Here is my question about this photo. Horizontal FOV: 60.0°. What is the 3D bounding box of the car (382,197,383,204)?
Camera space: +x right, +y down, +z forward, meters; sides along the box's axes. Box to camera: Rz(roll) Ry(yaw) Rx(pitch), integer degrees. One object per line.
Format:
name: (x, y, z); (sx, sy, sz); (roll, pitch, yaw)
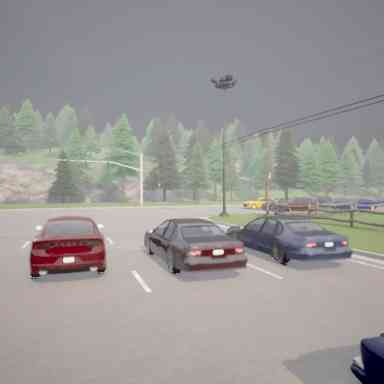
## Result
car: (29.536, 1.478, 51.110); (5.008, 1.535, 1.882); (0, 0, -19)

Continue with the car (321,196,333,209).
car: (19.499, 1.491, 43.958); (4.902, 1.511, 2.128); (0, 0, -19)

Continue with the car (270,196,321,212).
car: (11.666, 1.352, 37.519); (4.553, 1.767, 2.097); (0, 0, -20)

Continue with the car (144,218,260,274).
car: (-0.185, 1.548, 10.656); (2.033, 1.411, 5.357); (0, 0, -20)

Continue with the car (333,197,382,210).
car: (20.103, 1.478, 40.464); (5.008, 1.535, 1.882); (0, 0, -19)

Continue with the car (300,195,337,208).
car: (17.866, 1.352, 47.095); (4.553, 1.767, 2.097); (0, 0, -19)

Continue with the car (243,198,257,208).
car: (9.163, 1.478, 44.060); (5.008, 1.535, 1.882); (0, 0, -20)

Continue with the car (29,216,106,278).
car: (-3.795, 1.478, 10.377); (1.882, 1.535, 5.008); (0, 0, -19)

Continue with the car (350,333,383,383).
car: (3.150, 1.601, 1.471); (1.895, 1.301, 4.718); (0, 0, -20)

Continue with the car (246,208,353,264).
car: (3.091, 1.548, 11.898); (2.033, 1.411, 5.357); (0, 0, -20)

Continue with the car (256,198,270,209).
car: (10.760, 1.526, 40.892); (4.674, 1.442, 1.812); (0, 0, -18)
